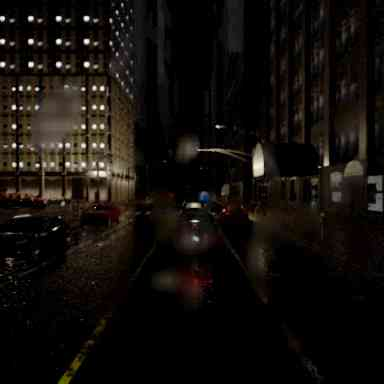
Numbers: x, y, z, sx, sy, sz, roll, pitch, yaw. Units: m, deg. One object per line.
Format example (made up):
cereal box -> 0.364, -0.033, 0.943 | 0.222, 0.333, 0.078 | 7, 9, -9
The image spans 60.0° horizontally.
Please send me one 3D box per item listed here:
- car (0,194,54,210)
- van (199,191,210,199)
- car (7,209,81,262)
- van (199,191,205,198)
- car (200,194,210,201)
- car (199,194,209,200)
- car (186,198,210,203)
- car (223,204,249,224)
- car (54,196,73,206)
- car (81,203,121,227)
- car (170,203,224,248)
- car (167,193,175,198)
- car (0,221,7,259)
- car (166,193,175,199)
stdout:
car -> -18.567, 1.089, 36.846 | 5.009, 1.841, 2.192 | 0, 1, 1
van -> 2.760, 0.933, 66.452 | 1.690, 1.788, 3.998 | 0, 0, 0
car -> -5.740, 1.494, 11.817 | 1.947, 1.339, 4.313 | 0, 0, 0
van -> 2.792, 0.748, 94.935 | 1.690, 1.788, 3.998 | 0, 0, 0
car -> 2.767, 1.107, 72.149 | 2.008, 1.369, 4.403 | 0, 0, 0
car -> 2.774, 1.070, 77.846 | 2.008, 1.369, 4.403 | 0, 0, 0
car -> 0.130, 1.410, 25.384 | 1.994, 1.385, 4.181 | 0, 0, 0
car -> 2.841, 1.443, 22.861 | 1.802, 1.307, 4.206 | 0, 0, 0
car -> -18.470, 1.230, 45.229 | 4.403, 1.369, 2.008 | 0, 1, 1
car -> -5.800, 1.414, 21.494 | 1.887, 1.381, 4.507 | 0, 0, 0
car -> 0.117, 1.418, 14.231 | 1.837, 1.490, 4.892 | 0, 0, 0
car -> -5.594, 1.011, 89.250 | 1.947, 1.339, 4.313 | 0, 0, 0
car -> -5.688, 1.402, 6.293 | 1.967, 1.590, 4.097 | 0, 0, 0
car -> -5.600, 1.027, 83.553 | 1.887, 1.381, 4.507 | 0, 0, 0
